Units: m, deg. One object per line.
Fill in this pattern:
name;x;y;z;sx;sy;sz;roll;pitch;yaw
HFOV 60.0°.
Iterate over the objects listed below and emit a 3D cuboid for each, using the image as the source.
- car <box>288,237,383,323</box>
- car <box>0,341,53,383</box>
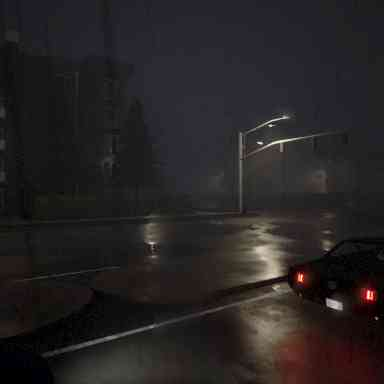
car;4.205;1.601;6.863;4.718;1.301;1.895;0;0;-35
car;-3.115;1.526;1.539;4.674;1.442;1.812;0;0;-36
